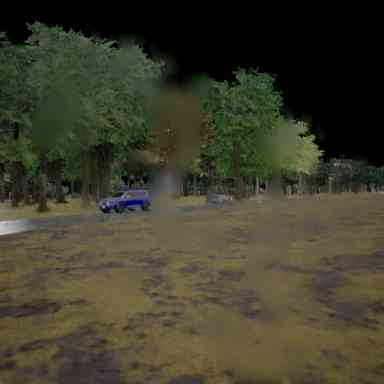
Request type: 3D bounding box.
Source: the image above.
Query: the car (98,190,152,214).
[{"bbox_3d":[-6.187,0.892,31.449,2.150,2.045,5.566,-3,0,35],"label":"car"}]

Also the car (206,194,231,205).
[{"bbox_3d":[3.581,0.981,45.228,1.994,1.385,4.181,-3,-1,35],"label":"car"}]
